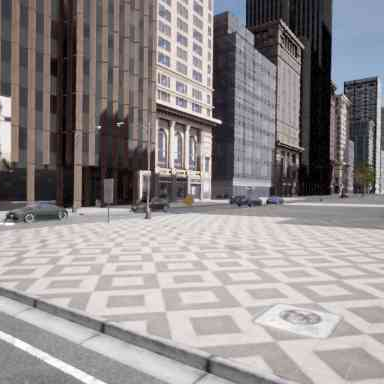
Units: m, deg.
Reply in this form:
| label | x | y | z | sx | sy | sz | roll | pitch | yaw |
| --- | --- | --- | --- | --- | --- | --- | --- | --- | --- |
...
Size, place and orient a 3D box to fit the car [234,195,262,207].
| label | x | y | z | sx | sy | sz | roll | pitch | yaw |
| --- | --- | --- | --- | --- | --- | --- | --- | --- | --- |
| car | 8.340 | 1.204 | 47.470 | 2.097 | 1.767 | 4.553 | 1 | 1 | 36 |

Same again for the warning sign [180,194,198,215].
| label | x | y | z | sx | sy | sz | roll | pitch | yaw |
| --- | --- | --- | --- | --- | --- | --- | --- | --- | --- |
| warning sign | -0.267 | 1.086 | 30.689 | 1.300 | 1.860 | 1.060 | 1 | 1 | 35 |

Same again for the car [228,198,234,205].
| label | x | y | z | sx | sy | sz | roll | pitch | yaw |
| --- | --- | --- | --- | --- | --- | --- | --- | --- | --- |
| car | 7.445 | 1.297 | 51.519 | 1.837 | 1.490 | 4.892 | 1 | 0 | 36 |

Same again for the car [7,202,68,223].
| label | x | y | z | sx | sy | sz | roll | pitch | yaw |
| --- | --- | --- | --- | --- | --- | --- | --- | --- | --- |
| car | -11.472 | 1.483 | 24.933 | 1.994 | 1.385 | 4.181 | 1 | 1 | 35 |

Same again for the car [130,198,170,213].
| label | x | y | z | sx | sy | sz | roll | pitch | yaw |
| --- | --- | --- | --- | --- | --- | --- | --- | --- | --- |
| car | -4.347 | 1.375 | 34.996 | 1.837 | 1.490 | 4.892 | 1 | 1 | 35 |

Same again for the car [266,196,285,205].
| label | x | y | z | sx | sy | sz | roll | pitch | yaw |
| --- | --- | --- | --- | --- | --- | --- | --- | --- | --- |
| car | 13.941 | 1.373 | 55.475 | 1.994 | 1.385 | 4.181 | 1 | 1 | 35 |
